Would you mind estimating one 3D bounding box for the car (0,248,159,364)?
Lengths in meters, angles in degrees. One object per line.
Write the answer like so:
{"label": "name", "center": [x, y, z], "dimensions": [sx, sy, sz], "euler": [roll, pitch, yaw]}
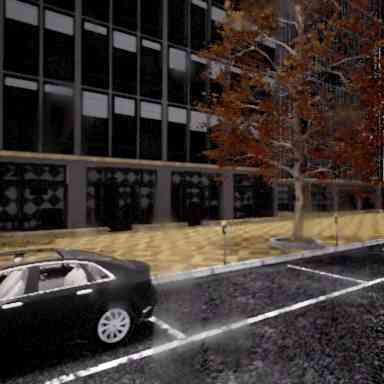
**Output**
{"label": "car", "center": [-2.598, 1.552, 4.703], "dimensions": [4.403, 1.369, 2.008], "euler": [0, 0, -35]}
